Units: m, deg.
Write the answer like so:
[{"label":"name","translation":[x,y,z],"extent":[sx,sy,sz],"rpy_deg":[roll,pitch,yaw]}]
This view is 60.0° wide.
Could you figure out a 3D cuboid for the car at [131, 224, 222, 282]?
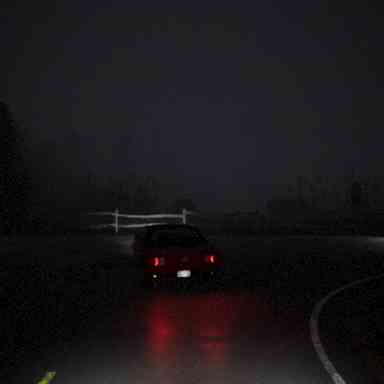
[{"label":"car","translation":[-0.710,1.609,9.883],"extent":[1.895,1.301,4.718],"rpy_deg":[0,0,-14]}]
